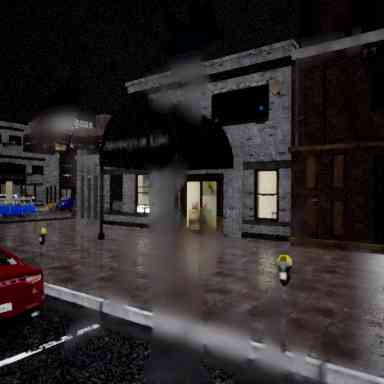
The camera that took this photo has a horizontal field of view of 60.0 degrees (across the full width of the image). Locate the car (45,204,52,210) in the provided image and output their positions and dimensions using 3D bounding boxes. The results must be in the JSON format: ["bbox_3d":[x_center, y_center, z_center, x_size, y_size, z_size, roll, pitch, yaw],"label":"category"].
[{"bbox_3d":[-16.227,1.567,42.442,1.752,1.417,4.829,0,0,35],"label":"car"}]

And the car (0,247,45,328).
[{"bbox_3d":[-4.531,1.544,6.099,4.507,1.381,1.887,0,0,35],"label":"car"}]

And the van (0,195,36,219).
[{"bbox_3d":[-15.623,1.412,28.713,1.690,1.788,3.998,0,0,35],"label":"van"}]

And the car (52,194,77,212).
[{"bbox_3d":[-13.907,1.282,41.227,2.150,2.045,5.566,0,0,36],"label":"car"}]
